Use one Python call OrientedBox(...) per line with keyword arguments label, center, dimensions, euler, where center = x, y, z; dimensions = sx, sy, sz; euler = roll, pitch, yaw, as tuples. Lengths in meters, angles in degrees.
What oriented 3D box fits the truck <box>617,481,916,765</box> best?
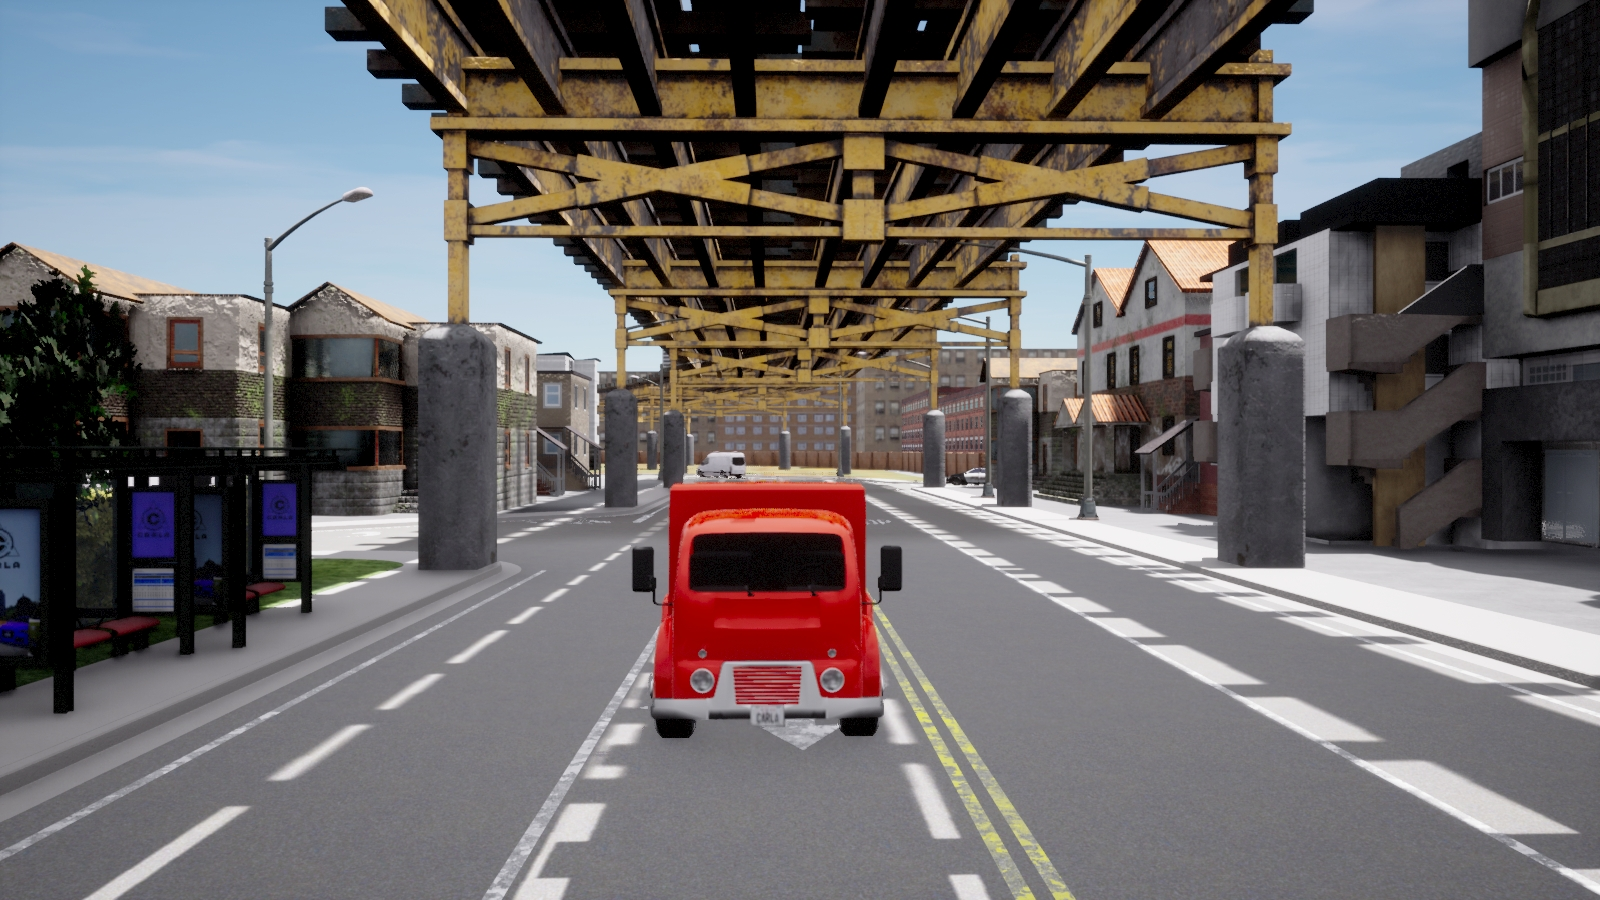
OrientedBox(label="truck", center=(-0.362, 1.587, 12.684), dimensions=(2.627, 2.467, 5.204), euler=(0, -1, -2))
